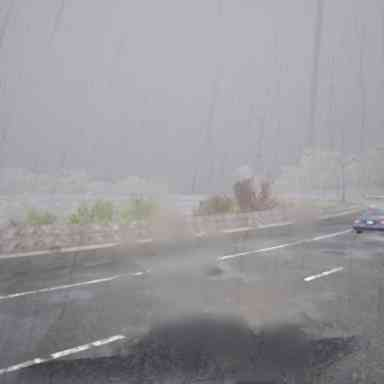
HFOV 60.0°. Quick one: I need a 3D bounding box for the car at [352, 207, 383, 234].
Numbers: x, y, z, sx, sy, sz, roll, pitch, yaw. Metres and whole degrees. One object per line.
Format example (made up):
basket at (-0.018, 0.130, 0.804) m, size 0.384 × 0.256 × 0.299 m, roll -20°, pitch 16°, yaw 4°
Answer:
car at (10.503, 1.548, 18.292) m, size 2.033 × 1.411 × 5.357 m, roll -1°, pitch 0°, yaw 43°
